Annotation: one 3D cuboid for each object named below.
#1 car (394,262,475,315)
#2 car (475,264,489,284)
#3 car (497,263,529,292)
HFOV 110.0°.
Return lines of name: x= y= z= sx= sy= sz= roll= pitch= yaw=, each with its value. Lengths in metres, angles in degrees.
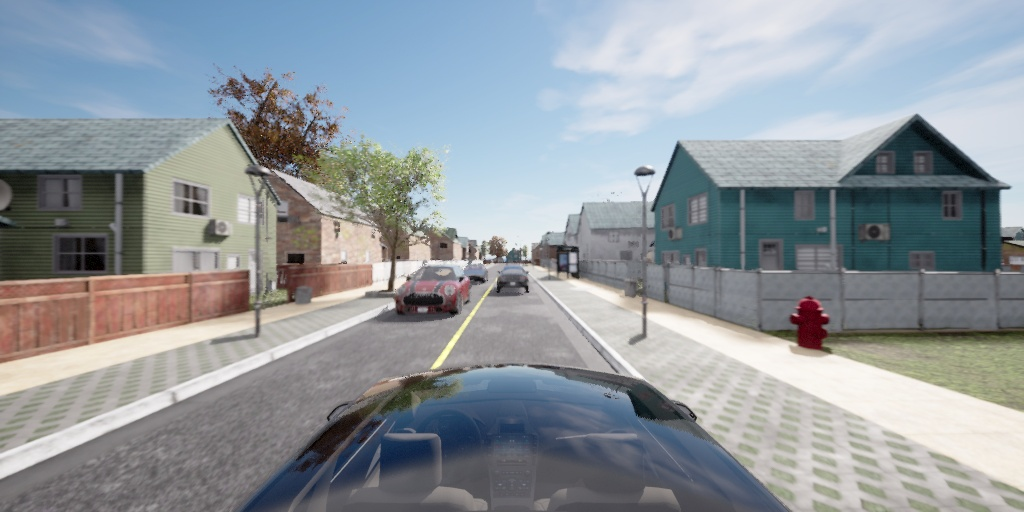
car: x=-2.804 y=1.115 z=13.587 sx=2.097 sy=1.767 sz=4.553 roll=0 pitch=0 yaw=1
car: x=-2.785 y=1.349 z=27.672 sx=2.033 sy=1.411 sz=5.357 roll=0 pitch=0 yaw=0
car: x=0.062 y=1.308 z=21.432 sx=1.812 sy=1.442 sz=4.674 roll=0 pitch=0 yaw=0
